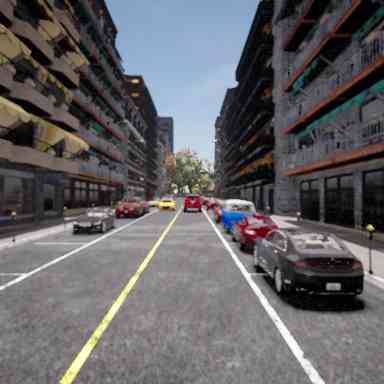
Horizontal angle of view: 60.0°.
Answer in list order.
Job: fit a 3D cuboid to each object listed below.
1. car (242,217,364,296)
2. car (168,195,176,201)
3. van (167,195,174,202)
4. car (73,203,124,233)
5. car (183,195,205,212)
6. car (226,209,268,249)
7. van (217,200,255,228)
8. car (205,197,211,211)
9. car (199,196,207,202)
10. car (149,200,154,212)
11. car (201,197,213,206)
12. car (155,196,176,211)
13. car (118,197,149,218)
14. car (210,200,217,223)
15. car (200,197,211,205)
[{"bbox_3d":[2.700,1.575,8.523,2.008,1.369,4.403,1,0,0],"label":"car"},{"bbox_3d":[-5.675,1.709,93.904,1.967,1.590,4.097,1,0,0],"label":"car"},{"bbox_3d":[-5.671,1.593,88.208,1.690,1.788,3.998,1,0,0],"label":"van"},{"bbox_3d":[-5.684,1.607,19.851,2.008,1.369,4.403,1,0,0],"label":"car"},{"bbox_3d":[0.085,1.339,41.068,2.150,2.045,5.566,0,0,0],"label":"car"},{"bbox_3d":[2.698,1.622,14.220,1.802,1.307,4.206,1,0,0],"label":"car"},{"bbox_3d":[2.700,1.397,19.917,1.690,1.788,3.998,1,0,0],"label":"van"},{"bbox_3d":[2.688,1.703,42.701,1.802,1.307,4.206,1,0,0],"label":"car"},{"bbox_3d":[2.675,1.780,82.576,1.887,1.381,4.507,1,0,0],"label":"car"},{"bbox_3d":[-5.691,1.649,36.941,1.887,1.381,4.507,1,0,0],"label":"car"},{"bbox_3d":[2.682,1.714,59.790,1.887,1.381,4.507,1,0,0],"label":"car"},{"bbox_3d":[-3.103,1.596,42.038,1.882,1.535,5.008,0,0,0],"label":"car"},{"bbox_3d":[-5.684,1.403,31.245,2.192,1.841,5.009,1,0,0],"label":"car"},{"bbox_3d":[2.696,1.513,25.613,1.967,1.590,4.097,1,0,0],"label":"car"},{"bbox_3d":[2.680,1.731,65.487,1.887,1.381,4.507,1,0,0],"label":"car"}]
